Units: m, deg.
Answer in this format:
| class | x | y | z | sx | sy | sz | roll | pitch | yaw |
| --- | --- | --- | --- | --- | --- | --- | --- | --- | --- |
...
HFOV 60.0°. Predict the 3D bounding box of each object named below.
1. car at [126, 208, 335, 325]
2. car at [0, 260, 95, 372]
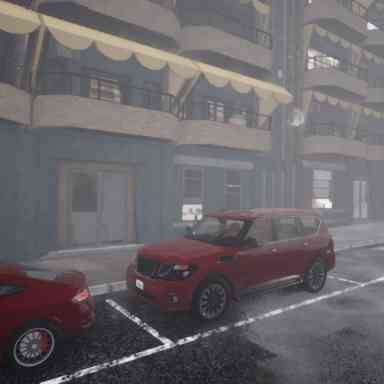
| class | x | y | z | sx | sy | sz | roll | pitch | yaw |
| --- | --- | --- | --- | --- | --- | --- | --- | --- | --- |
| car | 1.124 | 1.318 | 7.341 | 5.009 | 1.841 | 2.192 | 0 | 1 | -35 |
| car | -3.374 | 1.582 | 4.137 | 4.206 | 1.307 | 1.802 | 0 | 1 | -35 |
